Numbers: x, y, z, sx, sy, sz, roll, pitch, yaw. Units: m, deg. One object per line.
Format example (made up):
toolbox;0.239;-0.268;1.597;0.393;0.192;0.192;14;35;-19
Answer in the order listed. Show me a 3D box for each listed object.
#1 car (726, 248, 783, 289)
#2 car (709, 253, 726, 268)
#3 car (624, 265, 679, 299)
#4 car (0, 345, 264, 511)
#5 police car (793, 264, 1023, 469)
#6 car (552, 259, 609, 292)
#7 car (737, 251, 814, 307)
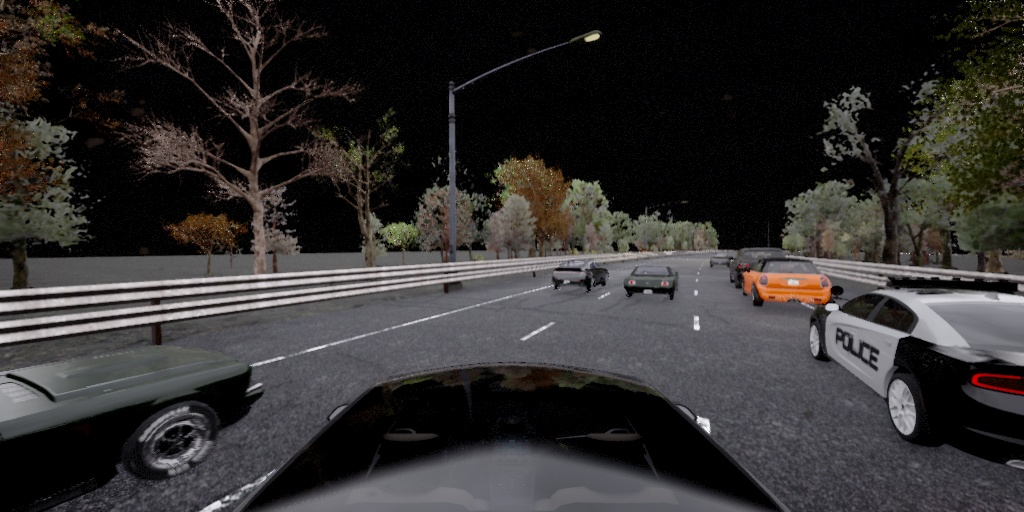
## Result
car;12.786;0.601;18.743;2.150;2.045;5.566;0;1;28
car;22.323;0.462;38.495;2.128;1.511;4.902;0;1;30
car;6.313;1.051;15.900;1.895;1.301;4.718;0;1;27
car;-4.453;1.354;2.209;1.895;1.301;4.718;0;1;26
police car;5.641;1.097;4.748;1.930;1.638;5.238;0;1;26
car;3.563;0.904;18.187;2.128;1.511;4.902;0;1;27
car;10.032;0.839;13.433;2.097;1.767;4.553;0;1;27
